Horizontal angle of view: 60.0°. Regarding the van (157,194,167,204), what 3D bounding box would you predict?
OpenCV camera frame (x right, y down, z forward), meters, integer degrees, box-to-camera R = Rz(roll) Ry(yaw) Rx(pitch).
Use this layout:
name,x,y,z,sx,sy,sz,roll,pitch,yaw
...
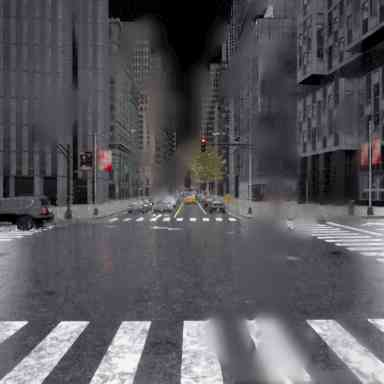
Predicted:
name,x,y,z,sx,sy,sz,roll,pitch,yaw
van,-6.059,1.360,66.700,1.690,1.788,3.998,0,0,0

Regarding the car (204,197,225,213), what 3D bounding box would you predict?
name,x,y,z,sx,sy,sz,roll,pitch,yaw
car,2.662,1.556,36.362,2.008,1.369,4.403,0,0,0

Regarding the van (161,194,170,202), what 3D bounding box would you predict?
name,x,y,z,sx,sy,sz,roll,pitch,yaw
van,-6.129,1.368,77.527,1.690,1.788,3.998,0,0,0

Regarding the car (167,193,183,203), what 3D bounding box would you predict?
name,x,y,z,sx,sy,sz,roll,pitch,yaw
car,-3.329,1.509,62.756,2.128,1.511,4.902,0,0,0

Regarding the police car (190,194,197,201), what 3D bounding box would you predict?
name,x,y,z,sx,sy,sz,roll,pitch,yaw
police car,0.452,1.463,90.537,1.930,1.638,5.238,0,0,0

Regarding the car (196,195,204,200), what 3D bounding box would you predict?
name,x,y,z,sx,sy,sz,roll,pitch,yaw
car,2.288,1.593,94.300,2.008,1.369,4.403,0,0,0

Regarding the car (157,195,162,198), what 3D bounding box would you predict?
name,x,y,z,sx,sy,sz,roll,pitch,yaw
car,-5.989,1.579,55.874,1.947,1.339,4.313,0,0,0

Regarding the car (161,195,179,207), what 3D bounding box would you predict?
name,x,y,z,sx,sy,sz,roll,pitch,yaw
car,-3.288,1.536,50.279,1.812,1.442,4.674,0,0,0

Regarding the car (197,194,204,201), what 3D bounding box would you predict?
name,x,y,z,sx,sy,sz,roll,pitch,yaw
car,2.493,1.567,62.567,2.008,1.369,4.403,0,0,0

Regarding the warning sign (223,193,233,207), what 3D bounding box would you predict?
name,x,y,z,sx,sy,sz,roll,pitch,yaw
warning sign,4.912,1.123,45.453,1.300,1.860,1.060,0,0,0

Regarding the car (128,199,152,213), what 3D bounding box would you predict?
name,x,y,z,sx,sy,sz,roll,pitch,yaw
car,-5.863,1.556,36.311,2.008,1.369,4.403,0,0,0

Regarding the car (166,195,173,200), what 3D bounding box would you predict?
name,x,y,z,sx,sy,sz,roll,pitch,yaw
car,-6.233,1.624,93.766,1.802,1.307,4.206,0,0,0

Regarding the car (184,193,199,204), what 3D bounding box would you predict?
name,x,y,z,sx,sy,sz,roll,pitch,yaw
car,-0.180,1.495,64.391,1.882,1.535,5.008,0,0,-1

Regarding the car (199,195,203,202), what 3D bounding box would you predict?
name,x,y,z,sx,sy,sz,roll,pitch,yaw
car,2.557,1.562,52.695,2.008,1.369,4.403,0,0,0

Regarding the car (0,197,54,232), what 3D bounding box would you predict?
name,x,y,z,sx,sy,sz,roll,pitch,yaw
car,-11.525,1.381,20.564,5.566,2.045,2.150,-2,1,-5

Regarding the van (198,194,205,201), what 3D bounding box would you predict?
name,x,y,z,sx,sy,sz,roll,pitch,yaw
van,2.356,1.373,83.723,1.690,1.788,3.998,0,0,0

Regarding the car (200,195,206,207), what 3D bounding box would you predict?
name,x,y,z,sx,sy,sz,roll,pitch,yaw
car,2.592,1.553,47.251,1.887,1.381,4.507,0,0,0

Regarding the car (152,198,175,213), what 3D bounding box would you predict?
name,x,y,z,sx,sy,sz,roll,pitch,yaw
car,-3.204,1.606,37.183,1.895,1.301,4.718,0,0,0

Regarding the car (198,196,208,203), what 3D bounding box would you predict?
name,x,y,z,sx,sy,sz,roll,pitch,yaw
car,2.425,1.589,73.146,1.947,1.339,4.313,0,0,0

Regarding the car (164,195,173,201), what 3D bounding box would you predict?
name,x,y,z,sx,sy,sz,roll,pitch,yaw
car,-6.199,1.587,88.353,2.008,1.369,4.403,0,0,0
